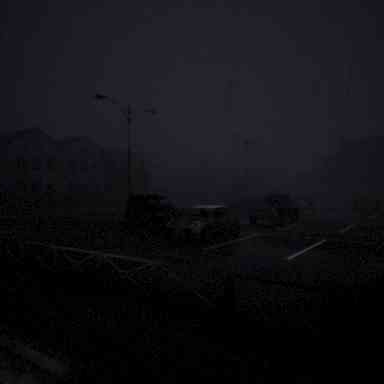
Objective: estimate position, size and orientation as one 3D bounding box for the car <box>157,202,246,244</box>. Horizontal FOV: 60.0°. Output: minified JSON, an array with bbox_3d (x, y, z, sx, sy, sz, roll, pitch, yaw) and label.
[{"bbox_3d":[0.536,1.366,14.767,1.970,1.475,3.806,0,0,35],"label":"car"}]

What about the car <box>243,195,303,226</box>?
[{"bbox_3d":[5.387,1.103,21.722,1.932,1.855,4.605,0,0,35],"label":"car"}]

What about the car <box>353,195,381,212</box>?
[{"bbox_3d":[17.961,1.159,34.128,2.152,1.636,5.027,0,0,35],"label":"car"}]

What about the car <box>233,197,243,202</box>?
[{"bbox_3d":[5.475,1.307,33.904,2.007,1.523,4.514,0,0,35],"label":"car"}]

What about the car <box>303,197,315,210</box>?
[{"bbox_3d":[12.528,1.240,37.559,1.970,1.475,3.806,0,0,35],"label":"car"}]

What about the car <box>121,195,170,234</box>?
[{"bbox_3d":[-1.831,1.083,17.181,1.905,1.878,3.866,0,0,35],"label":"car"}]
